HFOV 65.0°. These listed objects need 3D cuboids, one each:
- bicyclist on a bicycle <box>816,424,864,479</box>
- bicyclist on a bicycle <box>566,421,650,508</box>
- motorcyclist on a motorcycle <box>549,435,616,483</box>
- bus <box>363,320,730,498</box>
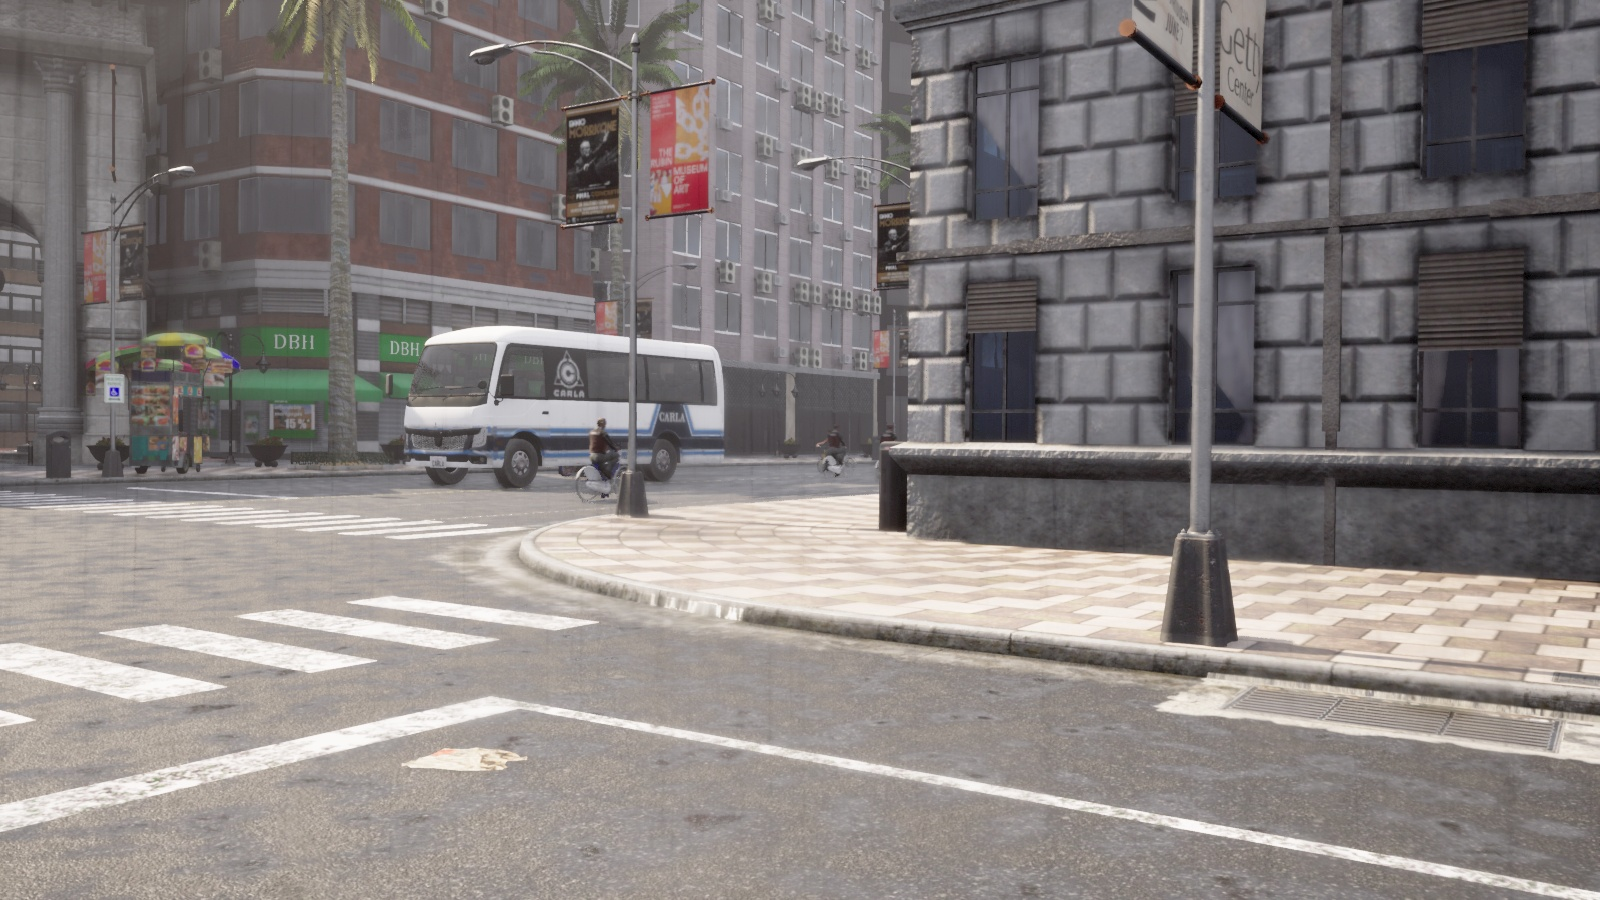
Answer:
[{"bbox_3d":[1.315,0.032,40.879,0.659,1.776,1.843,0,1,35],"label":"bicyclist on a bicycle"},{"bbox_3d":[-4.040,0.275,26.604,0.659,1.776,1.843,0,1,34],"label":"bicyclist on a bicycle"},{"bbox_3d":[-7.086,0.271,40.954,0.866,1.530,2.191,0,1,34],"label":"motorcyclist on a motorcycle"},{"bbox_3d":[-6.667,-1.069,35.331,3.944,4.253,10.273,0,1,34],"label":"bus"}]
